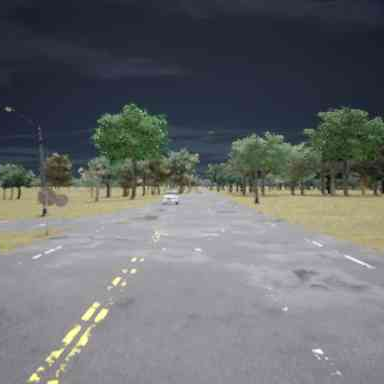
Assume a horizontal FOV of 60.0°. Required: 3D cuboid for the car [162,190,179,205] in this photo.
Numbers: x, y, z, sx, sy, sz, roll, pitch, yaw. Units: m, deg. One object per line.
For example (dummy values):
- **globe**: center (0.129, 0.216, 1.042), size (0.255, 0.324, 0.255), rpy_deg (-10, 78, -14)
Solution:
- **car**: center (-3.037, 0.803, 47.798), size (2.150, 2.045, 5.566), rpy_deg (0, 1, 2)
